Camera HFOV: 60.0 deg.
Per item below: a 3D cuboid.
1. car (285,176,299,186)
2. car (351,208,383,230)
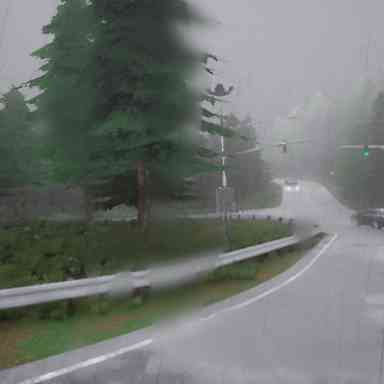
[{"bbox_3d":[20.193,-2.261,67.312,2.097,1.767,4.553,-3,7,7],"label":"car"},{"bbox_3d":[13.966,2.005,25.194,1.837,1.490,4.892,1,-1,-2],"label":"car"}]
